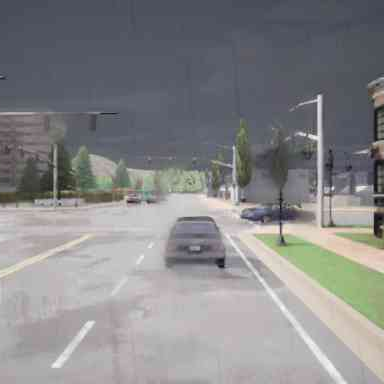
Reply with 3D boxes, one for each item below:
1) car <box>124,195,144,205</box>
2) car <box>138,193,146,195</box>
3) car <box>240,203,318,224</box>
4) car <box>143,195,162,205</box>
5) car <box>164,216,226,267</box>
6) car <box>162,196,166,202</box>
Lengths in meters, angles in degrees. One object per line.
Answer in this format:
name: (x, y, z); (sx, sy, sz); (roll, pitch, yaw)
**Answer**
car: (-10.395, 1.576, 59.099); (1.895, 1.301, 4.718); (0, 0, 1)
car: (-10.316, 1.495, 74.309); (2.128, 1.511, 4.902); (0, 0, 0)
car: (6.277, 1.539, 24.164); (5.357, 1.411, 2.033); (0, 0, -12)
car: (-6.895, 1.577, 59.071); (1.895, 1.301, 4.718); (0, 0, 1)
car: (0.103, 1.543, 11.346); (2.033, 1.411, 5.357); (0, 0, 1)
car: (-6.816, 1.510, 74.381); (2.033, 1.411, 5.357); (0, 0, 0)
